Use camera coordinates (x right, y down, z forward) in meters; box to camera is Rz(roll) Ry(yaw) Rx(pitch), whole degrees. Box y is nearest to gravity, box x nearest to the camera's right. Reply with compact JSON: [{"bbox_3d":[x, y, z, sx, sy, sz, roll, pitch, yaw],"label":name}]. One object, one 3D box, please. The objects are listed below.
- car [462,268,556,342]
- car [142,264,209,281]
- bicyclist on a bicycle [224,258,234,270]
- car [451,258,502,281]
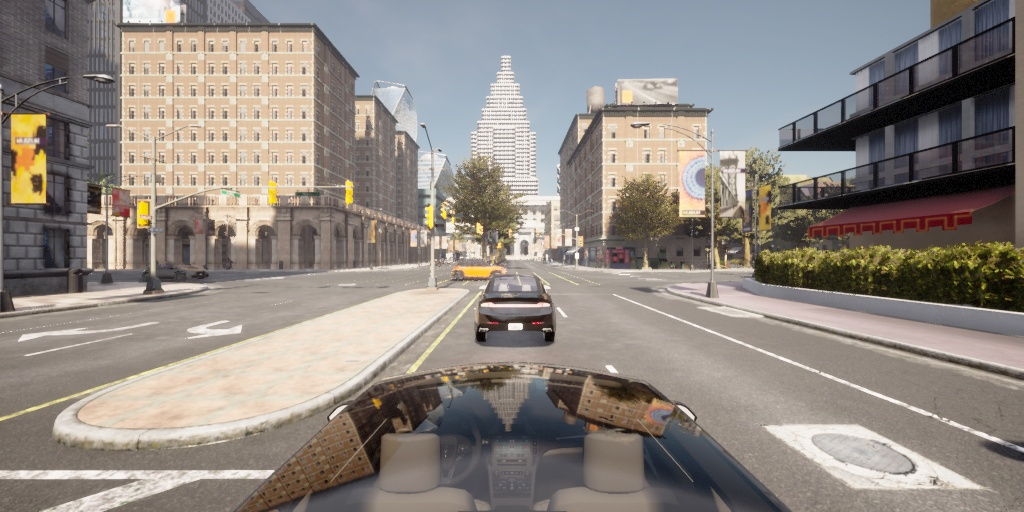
[{"bbox_3d":[0.082,1.242,9.797,2.128,1.511,4.902,0,0,0],"label":"car"},{"bbox_3d":[-27.385,1.314,29.274,4.181,1.385,1.994,0,0,0],"label":"car"},{"bbox_3d":[-37.237,1.050,47.206,0.582,1.620,1.656,0,0,0],"label":"bicyclist on a bicycle"},{"bbox_3d":[-2.641,1.102,29.377,4.553,1.767,2.097,0,0,0],"label":"car"}]
